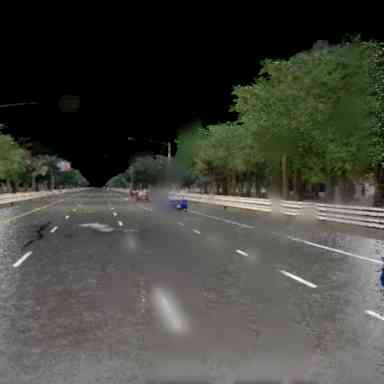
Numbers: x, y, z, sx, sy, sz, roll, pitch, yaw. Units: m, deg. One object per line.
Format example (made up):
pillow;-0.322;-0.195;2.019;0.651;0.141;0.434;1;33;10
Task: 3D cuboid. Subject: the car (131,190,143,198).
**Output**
car;-11.390;0.395;69.321;1.882;1.535;5.008;0;1;-4

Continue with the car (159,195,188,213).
car;-1.804;1.036;30.734;1.882;1.535;5.008;0;1;-15

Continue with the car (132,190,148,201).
car;-8.155;0.691;53.675;1.812;1.442;4.674;0;1;-15

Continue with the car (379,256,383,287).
car;5.314;1.457;5.045;1.882;1.535;5.008;0;1;-15
